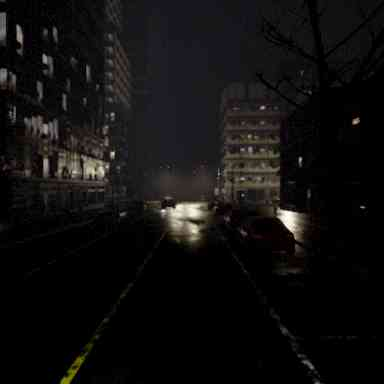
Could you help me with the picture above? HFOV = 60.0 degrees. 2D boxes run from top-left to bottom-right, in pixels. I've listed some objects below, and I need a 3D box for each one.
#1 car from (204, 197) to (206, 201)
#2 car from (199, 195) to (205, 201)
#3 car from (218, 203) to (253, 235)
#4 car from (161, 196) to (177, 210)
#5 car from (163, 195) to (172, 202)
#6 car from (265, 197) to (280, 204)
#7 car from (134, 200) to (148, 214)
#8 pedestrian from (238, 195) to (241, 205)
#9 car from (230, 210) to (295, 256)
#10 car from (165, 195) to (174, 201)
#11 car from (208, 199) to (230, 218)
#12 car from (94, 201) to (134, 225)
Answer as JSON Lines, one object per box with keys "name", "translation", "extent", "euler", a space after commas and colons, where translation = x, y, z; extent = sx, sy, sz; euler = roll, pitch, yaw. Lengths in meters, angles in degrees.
{"name": "car", "translation": [2.825, 1.524, 41.265], "extent": [1.752, 1.417, 4.829], "euler": [-1, 0, 0]}
{"name": "car", "translation": [2.713, 1.555, 84.705], "extent": [2.008, 1.369, 4.403], "euler": [-1, 0, 0]}
{"name": "car", "translation": [2.754, 1.543, 18.518], "extent": [1.887, 1.381, 4.507], "euler": [-1, 0, 0]}
{"name": "car", "translation": [-3.021, 1.547, 44.276], "extent": [2.033, 1.411, 5.357], "euler": [0, 0, 1]}
{"name": "car", "translation": [-5.669, 1.528, 78.884], "extent": [1.752, 1.417, 4.829], "euler": [-1, 0, 0]}
{"name": "car", "translation": [16.341, 1.632, 64.223], "extent": [4.403, 1.369, 2.008], "euler": [0, 0, 1]}
{"name": "car", "translation": [-5.816, 1.543, 35.512], "extent": [1.887, 1.381, 4.507], "euler": [-1, 0, 0]}
{"name": "pedestrian", "translation": [7.156, 1.308, 49.418], "extent": [0.375, 1.860, 0.375], "euler": [-1, 1, 0]}
{"name": "car", "translation": [2.718, 1.581, 12.874], "extent": [1.802, 1.307, 4.206], "euler": [-1, 0, 0]}
{"name": "car", "translation": [-5.666, 1.570, 84.708], "extent": [1.947, 1.339, 4.313], "euler": [-1, 0, 0]}
{"name": "car", "translation": [2.820, 1.549, 29.807], "extent": [2.008, 1.369, 4.403], "euler": [-1, 0, 0]}
{"name": "car", "translation": [-5.795, 1.549, 24.223], "extent": [2.008, 1.369, 4.403], "euler": [-1, 0, 0]}
